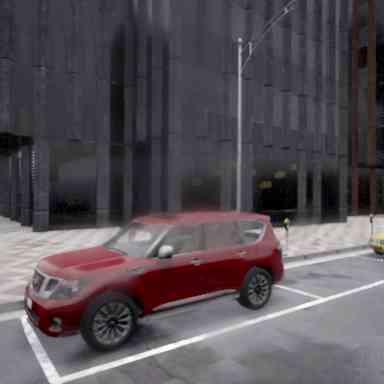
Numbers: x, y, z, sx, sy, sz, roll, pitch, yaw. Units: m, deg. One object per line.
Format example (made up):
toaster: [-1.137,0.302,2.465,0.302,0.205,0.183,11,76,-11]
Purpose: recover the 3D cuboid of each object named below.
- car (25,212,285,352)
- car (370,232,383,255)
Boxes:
car: [-0.356,1.346,6.395,5.009,1.841,2.192,1,0,-35]
car: [8.683,1.662,12.838,4.829,1.417,1.752,1,0,-35]
